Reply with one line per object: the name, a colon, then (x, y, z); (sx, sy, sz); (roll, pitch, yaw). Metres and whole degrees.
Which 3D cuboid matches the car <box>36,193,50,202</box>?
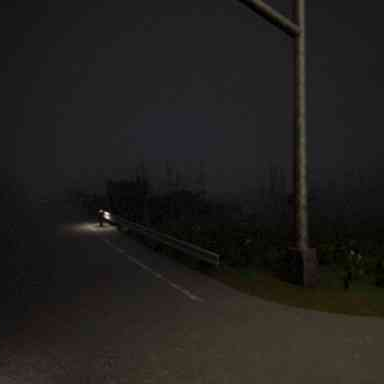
car: (-22.949, 0.815, 51.114); (1.895, 1.301, 4.718); (-1, 0, -26)
